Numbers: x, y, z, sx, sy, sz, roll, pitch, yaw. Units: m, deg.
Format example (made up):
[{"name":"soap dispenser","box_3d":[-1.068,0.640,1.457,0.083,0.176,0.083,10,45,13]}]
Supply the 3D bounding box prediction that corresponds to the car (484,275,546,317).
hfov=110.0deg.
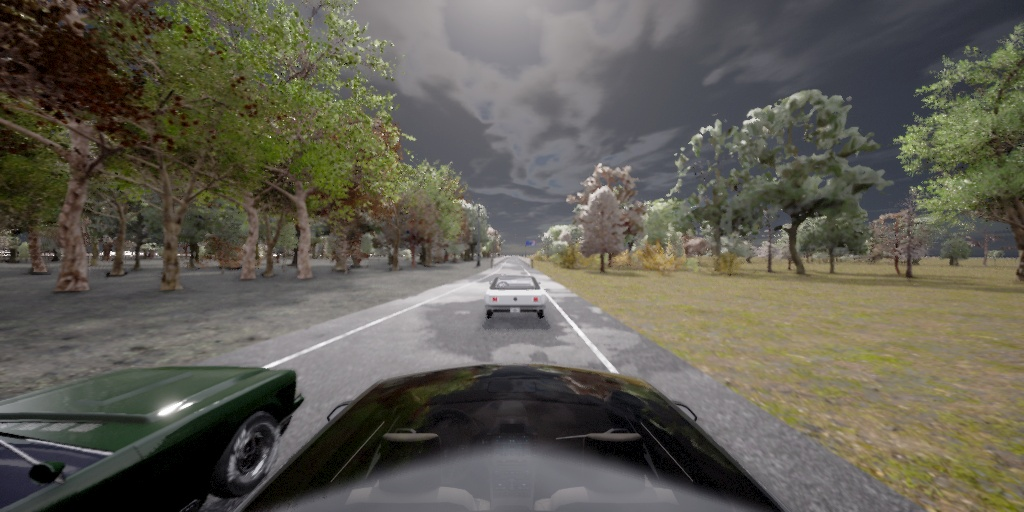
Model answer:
[{"name":"car","box_3d":[0.099,1.311,12.868,1.895,1.301,4.718,0,0,0]}]

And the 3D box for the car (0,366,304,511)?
[{"name":"car","box_3d":[-3.117,1.352,1.535,1.895,1.301,4.718,0,0,2]}]
